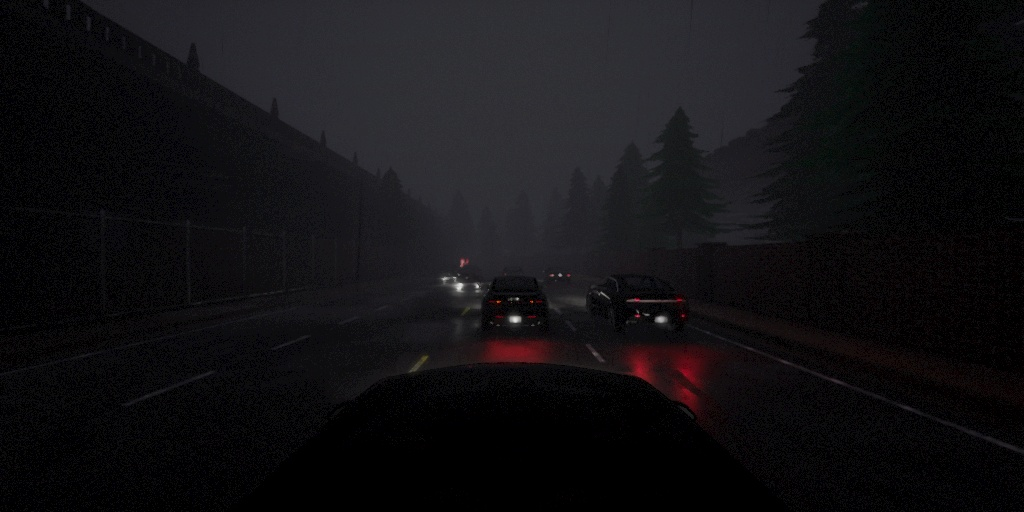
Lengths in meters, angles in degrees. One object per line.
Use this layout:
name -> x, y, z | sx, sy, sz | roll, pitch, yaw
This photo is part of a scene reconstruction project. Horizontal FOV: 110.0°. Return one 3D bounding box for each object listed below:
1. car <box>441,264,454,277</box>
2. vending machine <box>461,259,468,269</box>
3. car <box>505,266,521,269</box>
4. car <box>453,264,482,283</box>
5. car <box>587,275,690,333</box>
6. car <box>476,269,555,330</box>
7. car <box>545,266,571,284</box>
car -> -6.942, 1.606, 40.715 | 2.033, 1.411, 5.357 | 0, 0, -6
vending machine -> -8.397, 1.434, 63.447 | 0.880, 2.100, 1.100 | 0, 0, 24
car -> 0.090, 1.594, 32.443 | 1.895, 1.301, 4.718 | 0, 0, 0
car -> -3.606, 1.509, 31.147 | 1.812, 1.442, 4.674 | 0, 0, 0
car -> 3.583, 1.316, 11.009 | 2.128, 1.511, 4.902 | 0, 0, 0
car -> 0.086, 1.333, 11.384 | 1.837, 1.490, 4.892 | 0, 0, 0
car -> 3.590, 1.514, 29.110 | 2.033, 1.411, 5.357 | 0, 0, 0
